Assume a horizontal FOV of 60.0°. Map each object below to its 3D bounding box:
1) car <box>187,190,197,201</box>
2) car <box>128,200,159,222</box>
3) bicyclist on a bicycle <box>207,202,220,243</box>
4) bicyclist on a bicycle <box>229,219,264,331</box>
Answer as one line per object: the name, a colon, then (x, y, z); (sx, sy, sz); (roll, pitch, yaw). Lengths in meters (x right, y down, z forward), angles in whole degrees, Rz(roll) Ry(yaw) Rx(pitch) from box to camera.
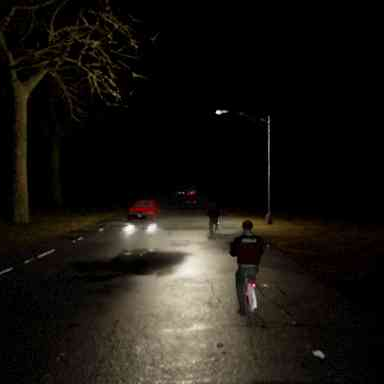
car: (0.012, 0.839, 63.613); (2.128, 1.511, 4.902); (0, 1, 0)
car: (-3.607, 1.362, 25.417); (1.882, 1.535, 5.008); (0, 0, 0)
bicyclist on a bicycle: (0.960, 1.330, 14.972); (0.659, 1.776, 1.843); (0, 1, 0)
bicyclist on a bicycle: (0.962, 1.365, 5.972); (0.659, 1.776, 1.843); (0, 0, 0)
